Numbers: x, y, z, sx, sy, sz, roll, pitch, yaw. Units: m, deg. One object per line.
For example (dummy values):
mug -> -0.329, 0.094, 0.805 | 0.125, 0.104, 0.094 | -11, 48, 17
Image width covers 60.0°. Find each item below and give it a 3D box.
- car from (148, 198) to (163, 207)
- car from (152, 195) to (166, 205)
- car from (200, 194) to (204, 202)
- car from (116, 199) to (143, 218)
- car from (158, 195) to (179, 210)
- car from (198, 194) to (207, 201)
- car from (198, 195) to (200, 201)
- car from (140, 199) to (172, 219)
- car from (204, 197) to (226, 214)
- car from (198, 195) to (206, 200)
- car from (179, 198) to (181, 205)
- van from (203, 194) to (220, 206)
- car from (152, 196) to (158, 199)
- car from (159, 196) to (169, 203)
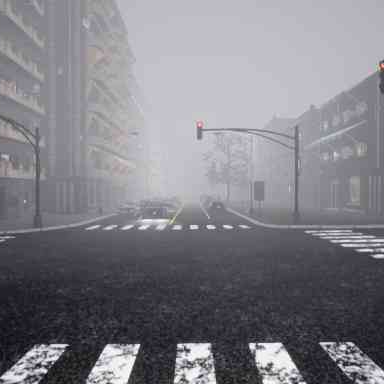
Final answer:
car -> -5.709, 1.562, 52.323 | 1.802, 1.307, 4.206 | 0, 0, 0
car -> -5.712, 1.417, 57.856 | 1.967, 1.590, 4.097 | 0, 0, 0
car -> 2.671, 1.420, 52.318 | 1.967, 1.590, 4.097 | 0, 0, 0
car -> -5.703, 1.542, 30.188 | 2.008, 1.369, 4.403 | 0, 0, 0
car -> -3.112, 1.532, 43.295 | 2.033, 1.411, 5.357 | 0, 0, 0
car -> 2.661, 1.396, 85.518 | 1.967, 1.590, 4.097 | 0, 0, 0
car -> 2.663, 1.280, 74.451 | 2.192, 1.841, 5.009 | 0, 0, 0
car -> -3.118, 1.556, 29.349 | 1.994, 1.385, 4.181 | 0, 0, -1
car -> 2.677, 1.555, 35.717 | 1.947, 1.339, 4.313 | 0, 0, 0
car -> 2.661, 1.495, 91.052 | 1.887, 1.381, 4.507 | 0, 0, 0
car -> -3.046, 1.500, 60.676 | 1.812, 1.442, 4.674 | 0, 0, 1
van -> 2.673, 1.327, 41.250 | 1.690, 1.788, 3.998 | 0, 0, 0
car -> -5.705, 1.531, 41.255 | 1.887, 1.381, 4.507 | 0, 0, 0
car -> -5.713, 1.551, 68.923 | 1.802, 1.307, 4.206 | 0, 0, 0
